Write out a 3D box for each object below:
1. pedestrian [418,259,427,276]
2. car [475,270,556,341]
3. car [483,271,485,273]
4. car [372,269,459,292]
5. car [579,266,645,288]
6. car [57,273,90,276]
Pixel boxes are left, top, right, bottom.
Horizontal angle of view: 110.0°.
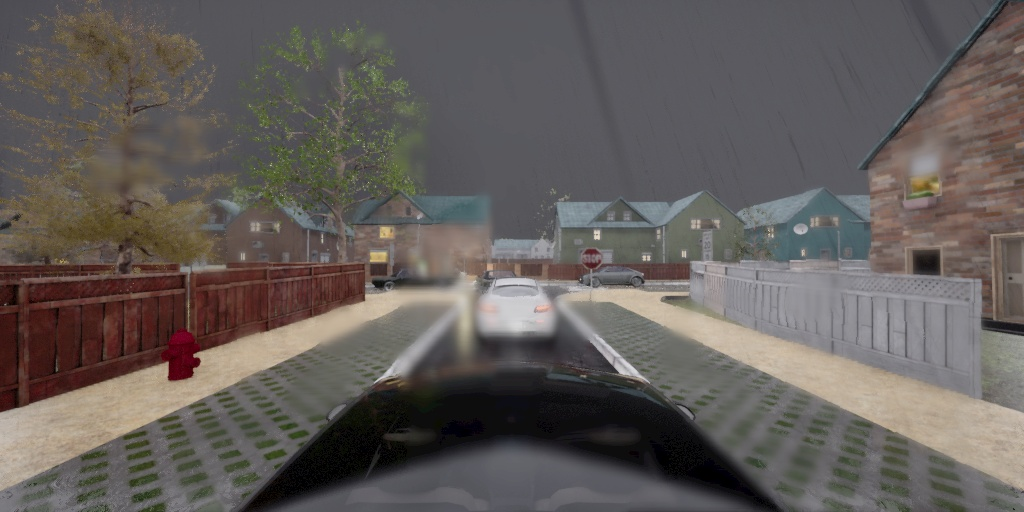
[{"bbox_3d":[-6.709,1.118,26.808,0.375,1.860,0.375,0,-1,1],"label":"pedestrian"},{"bbox_3d":[0.100,1.279,9.721,1.812,1.442,4.674,0,0,0],"label":"car"},{"bbox_3d":[-0.762,1.366,18.540,1.895,1.301,4.718,0,-1,-12],"label":"car"},{"bbox_3d":[-5.489,1.416,20.923,4.718,1.301,1.895,-1,-1,1],"label":"car"},{"bbox_3d":[6.531,1.344,23.717,4.181,1.385,1.994,0,-1,1],"label":"car"},{"bbox_3d":[-25.614,1.632,21.186,4.718,1.301,1.895,-1,-1,1],"label":"car"}]
